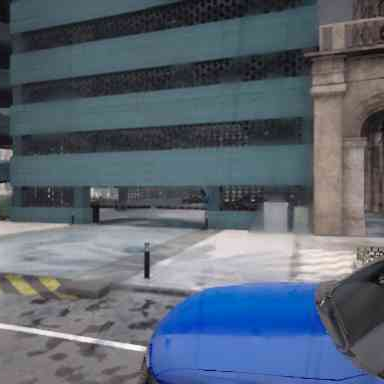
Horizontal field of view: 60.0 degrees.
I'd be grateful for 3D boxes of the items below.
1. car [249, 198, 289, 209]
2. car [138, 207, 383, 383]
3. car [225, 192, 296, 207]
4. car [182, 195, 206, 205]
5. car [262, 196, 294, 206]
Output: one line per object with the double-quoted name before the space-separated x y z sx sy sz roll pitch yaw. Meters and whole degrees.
"car" 9.566 1.436 41.444 4.718 1.301 1.895 0 0 18
"car" 2.289 1.221 2.036 5.566 2.045 2.150 0 0 18
"car" 4.574 1.012 23.611 5.566 2.045 2.435 0 0 18
"car" 0.713 1.272 52.233 4.674 1.452 2.002 0 0 18
"car" 13.587 1.381 52.333 4.786 1.482 2.161 0 0 18
